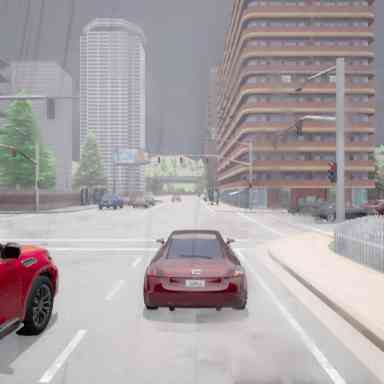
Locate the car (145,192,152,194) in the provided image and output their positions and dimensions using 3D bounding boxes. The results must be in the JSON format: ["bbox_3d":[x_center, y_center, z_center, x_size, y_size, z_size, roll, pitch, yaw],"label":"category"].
[{"bbox_3d":[-10.618,1.212,79.801,2.150,2.045,5.566,0,0,0],"label":"car"}]

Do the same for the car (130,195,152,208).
[{"bbox_3d":[-7.151,1.526,46.945,1.812,1.442,4.674,0,0,-2],"label":"car"}]

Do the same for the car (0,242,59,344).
[{"bbox_3d":[-3.437,1.221,3.539,2.150,2.045,5.566,0,0,0],"label":"car"}]

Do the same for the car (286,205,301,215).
[{"bbox_3d":[11.376,1.545,31.393,4.718,1.301,1.895,0,0,-13],"label":"car"}]

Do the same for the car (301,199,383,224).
[{"bbox_3d":[10.827,1.436,23.918,4.902,1.511,2.128,0,0,-8],"label":"car"}]

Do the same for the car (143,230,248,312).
[{"bbox_3d":[0.081,1.564,7.819,1.994,1.385,4.181,0,0,1],"label":"car"}]

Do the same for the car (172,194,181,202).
[{"bbox_3d":[-3.615,1.355,77.729,2.097,1.767,4.553,0,0,0],"label":"car"}]

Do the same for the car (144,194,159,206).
[{"bbox_3d":[-7.170,1.526,55.802,1.812,1.442,4.674,0,0,0],"label":"car"}]

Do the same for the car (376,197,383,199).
[{"bbox_3d":[16.535,1.422,29.129,5.008,1.535,1.882,0,0,-20],"label":"car"}]

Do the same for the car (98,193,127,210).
[{"bbox_3d":[-10.641,1.221,44.086,2.150,2.045,5.566,0,0,2],"label":"car"}]

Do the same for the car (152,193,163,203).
[{"bbox_3d":[-7.103,1.525,68.865,1.812,1.442,4.674,0,0,0],"label":"car"}]

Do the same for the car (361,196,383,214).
[{"bbox_3d":[19.815,1.296,34.249,4.553,1.767,2.097,0,0,-27],"label":"car"}]

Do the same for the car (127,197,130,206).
[{"bbox_3d":[-10.669,1.526,53.841,1.812,1.442,4.674,0,0,0],"label":"car"}]
